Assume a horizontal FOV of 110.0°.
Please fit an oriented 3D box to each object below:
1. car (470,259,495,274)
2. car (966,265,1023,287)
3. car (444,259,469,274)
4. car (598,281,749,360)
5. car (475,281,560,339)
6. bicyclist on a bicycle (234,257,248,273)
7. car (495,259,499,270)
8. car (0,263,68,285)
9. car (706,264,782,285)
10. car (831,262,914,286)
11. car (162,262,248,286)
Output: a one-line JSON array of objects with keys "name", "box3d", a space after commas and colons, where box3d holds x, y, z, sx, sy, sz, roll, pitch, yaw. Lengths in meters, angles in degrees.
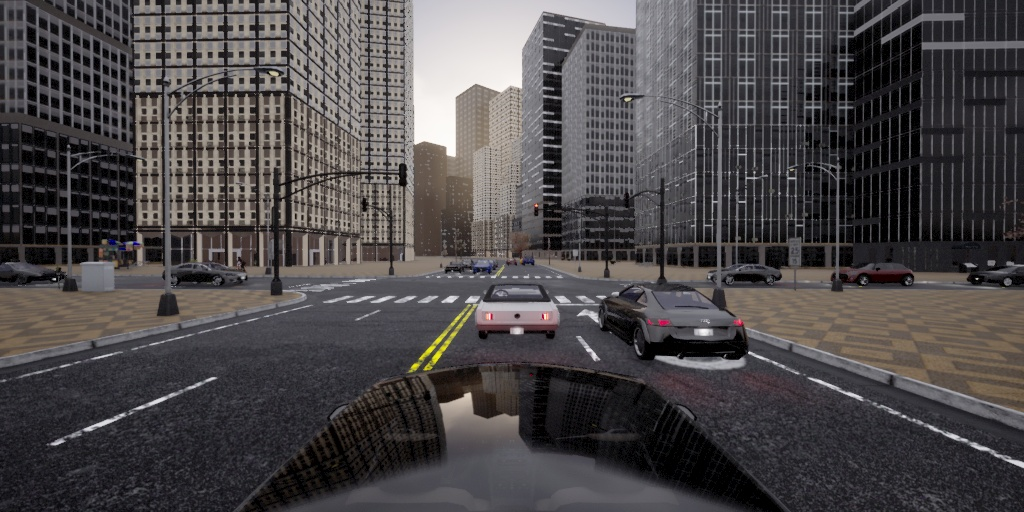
[{"name": "car", "box3d": [-3.265, 1.197, 40.658, 1.882, 1.535, 5.008, 0, 0, 0]}, {"name": "car", "box3d": [35.852, 1.401, 25.716, 4.892, 1.490, 1.837, 0, 0, 1]}, {"name": "car", "box3d": [-6.515, 1.319, 41.333, 1.895, 1.301, 4.718, 0, 0, 0]}, {"name": "car", "box3d": [3.369, 1.312, 8.325, 1.994, 1.385, 4.181, 0, 0, 0]}, {"name": "car", "box3d": [0.117, 1.348, 10.044, 1.895, 1.301, 4.718, 0, 0, 0]}, {"name": "bicyclist on a bicycle", "box3d": [-24.640, 0.870, 32.541, 0.582, 1.620, 1.656, 0, 1, 2]}, {"name": "car", "box3d": [-3.243, 1.228, 50.001, 1.812, 1.442, 4.674, 0, 0, 0]}, {"name": "car", "box3d": [-33.218, 1.150, 24.036, 5.357, 1.411, 2.033, 0, 0, 1]}, {"name": "car", "box3d": [16.869, 1.301, 26.164, 4.902, 1.511, 2.128, 0, 0, 1]}, {"name": "car", "box3d": [25.951, 1.203, 25.950, 4.553, 1.767, 2.097, 0, 0, 1]}, {"name": "car", "box3d": [-20.173, 1.155, 23.686, 4.902, 1.511, 2.128, 0, 0, 2]}]
